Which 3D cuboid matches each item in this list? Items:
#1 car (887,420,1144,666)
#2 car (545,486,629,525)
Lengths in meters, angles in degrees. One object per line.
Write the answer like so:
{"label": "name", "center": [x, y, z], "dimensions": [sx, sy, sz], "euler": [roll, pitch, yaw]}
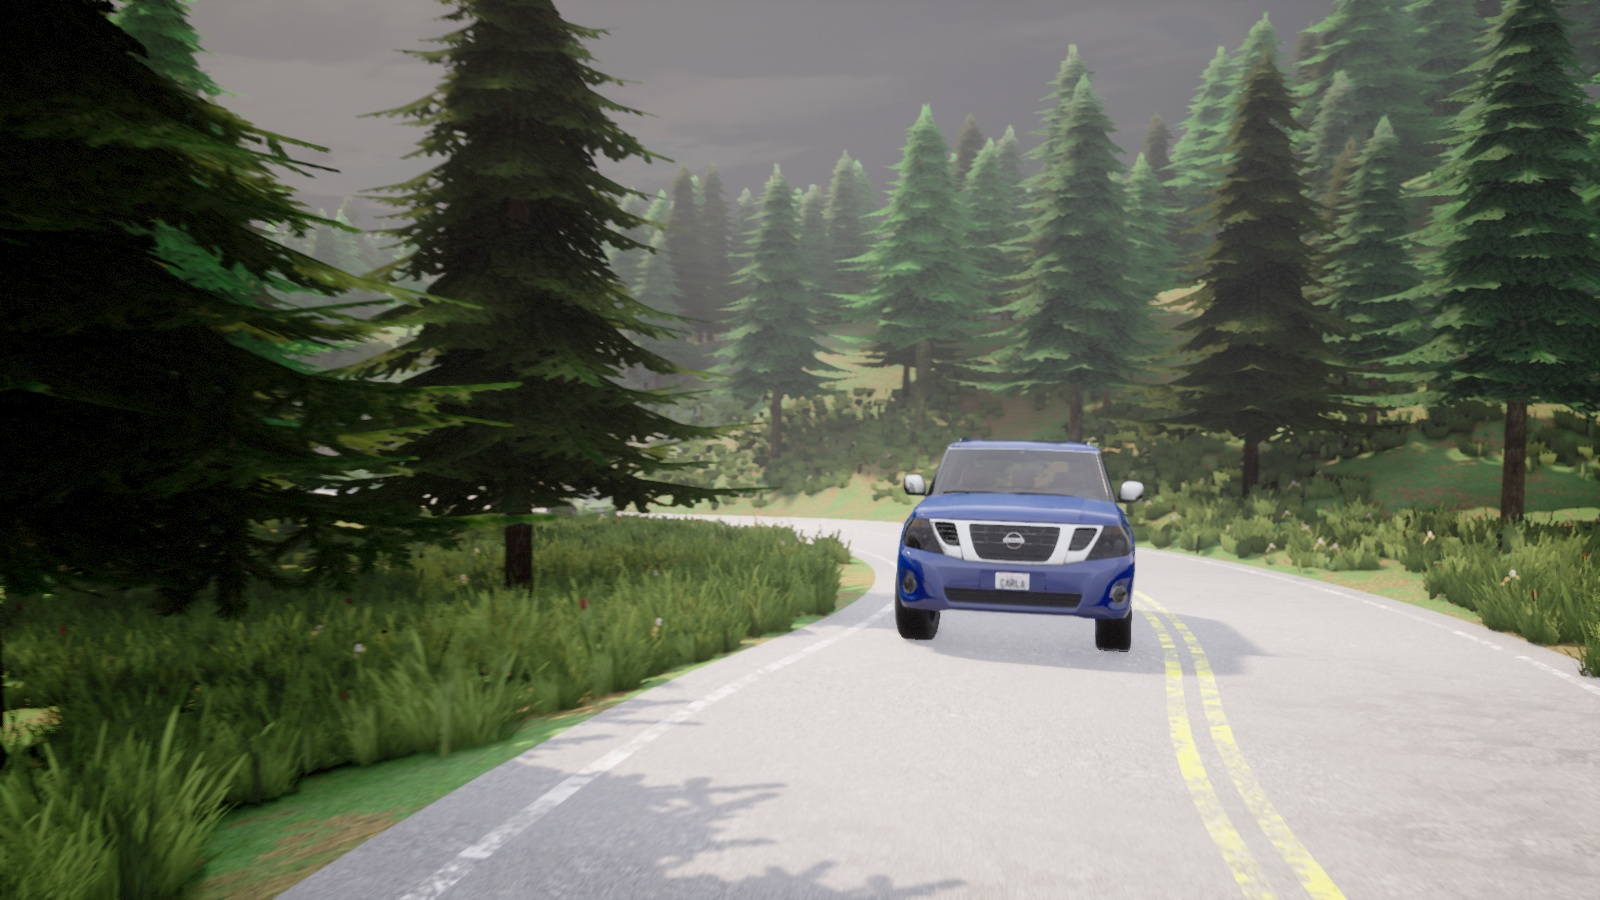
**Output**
{"label": "car", "center": [2.412, 0.864, 13.558], "dimensions": [2.150, 2.045, 5.566], "euler": [1, -1, 12]}
{"label": "car", "center": [-9.502, 2.448, 55.738], "dimensions": [2.007, 1.525, 4.514], "euler": [-2, -1, -33]}
